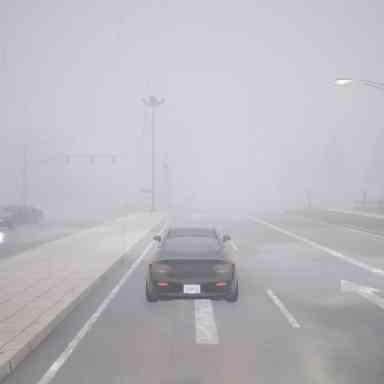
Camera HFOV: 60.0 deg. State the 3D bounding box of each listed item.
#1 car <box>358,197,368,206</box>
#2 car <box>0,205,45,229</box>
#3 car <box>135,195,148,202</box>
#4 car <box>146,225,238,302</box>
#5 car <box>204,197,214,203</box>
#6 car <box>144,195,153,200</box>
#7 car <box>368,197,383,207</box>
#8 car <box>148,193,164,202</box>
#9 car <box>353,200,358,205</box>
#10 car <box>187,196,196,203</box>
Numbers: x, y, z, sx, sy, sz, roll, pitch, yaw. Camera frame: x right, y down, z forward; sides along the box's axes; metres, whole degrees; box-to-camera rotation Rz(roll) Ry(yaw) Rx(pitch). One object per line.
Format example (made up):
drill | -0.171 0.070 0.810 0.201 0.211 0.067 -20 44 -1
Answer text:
car | 29.062 1.525 51.871 4.674 1.442 1.812 0 0 0
car | -11.561 1.547 21.660 2.033 1.411 5.357 0 0 1
car | -11.697 1.524 76.316 1.812 1.442 4.674 0 0 -1
car | 0.000 1.526 8.106 1.812 1.442 4.674 0 0 0
car | 3.493 1.600 69.843 1.895 1.301 4.718 0 0 -1
car | -11.929 1.552 91.405 1.994 1.385 4.181 0 0 -1
car | 28.787 1.600 48.372 4.718 1.301 1.895 0 0 0
car | -8.198 1.355 76.399 2.097 1.767 4.553 0 0 -1
car | 29.149 1.563 55.363 4.181 1.385 1.994 0 0 0
car | -0.124 1.553 72.314 1.994 1.385 4.181 0 0 -1
